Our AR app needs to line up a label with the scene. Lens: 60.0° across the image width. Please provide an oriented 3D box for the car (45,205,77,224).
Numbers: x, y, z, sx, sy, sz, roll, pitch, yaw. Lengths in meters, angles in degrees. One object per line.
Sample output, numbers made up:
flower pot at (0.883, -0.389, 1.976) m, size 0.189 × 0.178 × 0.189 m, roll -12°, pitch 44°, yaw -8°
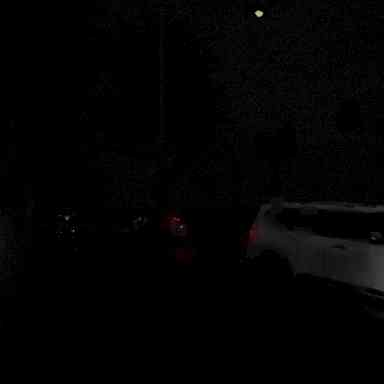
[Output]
car at (-11.632, 1.974, 29.421) m, size 2.128 × 1.511 × 4.902 m, roll 0°, pitch -1°, yaw -34°

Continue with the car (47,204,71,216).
car at (-17.180, 2.322, 42.852) m, size 1.994 × 1.385 × 4.181 m, roll 0°, pitch -1°, yaw -34°

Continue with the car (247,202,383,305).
car at (3.585, 1.242, 6.956) m, size 2.150 × 2.045 × 5.566 m, roll 0°, pitch -1°, yaw -34°

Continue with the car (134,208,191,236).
car at (-1.924, 1.738, 20.341) m, size 1.837 × 1.490 × 4.892 m, roll 0°, pitch -1°, yaw -34°
